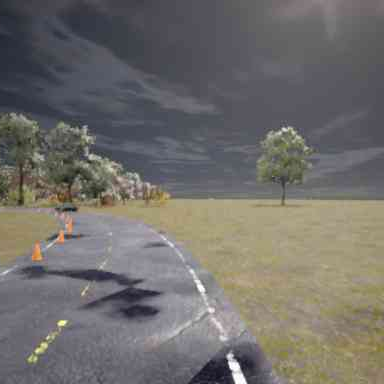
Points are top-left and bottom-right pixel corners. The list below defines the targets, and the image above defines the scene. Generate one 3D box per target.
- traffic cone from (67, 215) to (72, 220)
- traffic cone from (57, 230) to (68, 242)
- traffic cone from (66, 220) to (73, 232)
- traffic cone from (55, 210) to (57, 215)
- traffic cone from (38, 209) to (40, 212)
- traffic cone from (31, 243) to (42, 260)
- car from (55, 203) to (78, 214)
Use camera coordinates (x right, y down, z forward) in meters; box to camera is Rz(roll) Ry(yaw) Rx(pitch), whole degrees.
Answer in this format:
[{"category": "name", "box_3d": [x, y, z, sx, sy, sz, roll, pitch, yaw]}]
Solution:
[{"category": "traffic cone", "box_3d": [-9.478, 2.299, 26.038, 0.340, 0.580, 0.340, 0, -1, -21]}, {"category": "traffic cone", "box_3d": [-6.605, 2.194, 16.796, 0.340, 0.580, 0.340, 0, -1, -14]}, {"category": "traffic cone", "box_3d": [-7.894, 2.249, 21.463, 0.340, 0.580, 0.340, 0, -1, -17]}, {"category": "traffic cone", "box_3d": [-15.935, 2.426, 39.027, 0.340, 0.580, 0.340, 1, -1, -32]}, {"category": "traffic cone", "box_3d": [-21.568, 2.504, 46.898, 0.340, 0.580, 0.340, 1, -1, -39]}, {"category": "traffic cone", "box_3d": [-5.617, 2.137, 12.057, 0.340, 0.580, 0.340, 0, -1, -10]}, {"category": "car", "box_3d": [-16.271, 2.127, 43.154, 1.895, 1.301, 4.718, 1, -1, -35]}]
